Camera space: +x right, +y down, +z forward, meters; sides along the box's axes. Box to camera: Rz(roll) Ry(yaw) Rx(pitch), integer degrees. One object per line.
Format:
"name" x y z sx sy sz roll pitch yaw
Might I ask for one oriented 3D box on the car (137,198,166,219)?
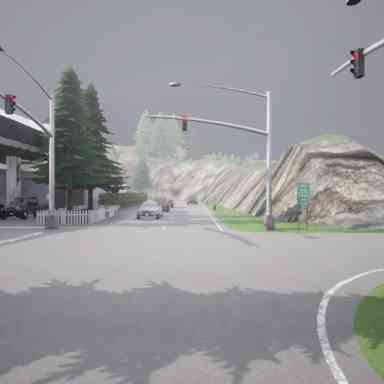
"car" -3.608 1.526 28.933 1.812 1.442 4.674 0 0 0

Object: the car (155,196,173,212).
"car" -3.608 1.352 37.890 2.097 1.767 4.553 0 0 0

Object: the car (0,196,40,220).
"car" -14.540 1.313 28.453 1.905 1.878 3.866 0 0 -1

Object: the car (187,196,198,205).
"car" 0.077 1.547 59.284 2.033 1.411 5.357 0 0 0

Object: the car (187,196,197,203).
"car" -0.042 1.526 69.533 1.812 1.442 4.674 0 0 -2
